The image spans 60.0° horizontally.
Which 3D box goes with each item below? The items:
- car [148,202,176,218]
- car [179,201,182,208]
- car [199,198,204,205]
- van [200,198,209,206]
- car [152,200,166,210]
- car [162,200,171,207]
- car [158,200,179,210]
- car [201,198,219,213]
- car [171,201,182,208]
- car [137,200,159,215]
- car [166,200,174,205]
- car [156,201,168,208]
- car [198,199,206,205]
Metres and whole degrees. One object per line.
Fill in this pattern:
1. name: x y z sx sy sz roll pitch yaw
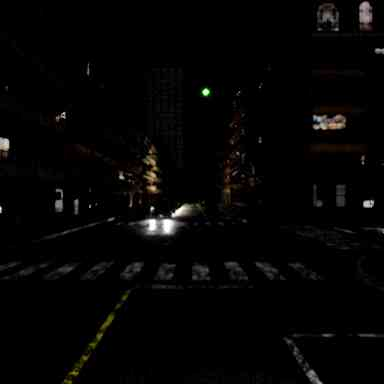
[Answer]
1. car: -3.078 2.022 34.925 1.895 1.301 4.718 0 -1 0
2. car: -3.046 2.256 53.597 1.895 1.301 4.718 0 -1 0
3. car: 2.723 2.325 62.958 2.008 1.369 4.403 -1 -1 0
4. van: 2.728 2.257 74.015 1.690 1.788 3.998 -1 -1 0
5. car: -5.663 2.143 57.443 1.967 1.590 4.097 0 -1 0
6. car: -5.651 2.438 73.854 1.752 1.417 4.829 -1 -1 0
7. car: -3.069 2.042 44.261 1.837 1.490 4.892 0 -1 0
8. car: 2.711 2.005 46.377 1.967 1.590 4.097 -1 -1 0
9. car: -2.968 2.386 63.835 1.895 1.301 4.718 0 -1 0
10. car: -5.671 2.045 40.859 2.008 1.369 4.403 0 -1 0
11. car: -5.643 2.640 85.079 1.802 1.307 4.206 -1 -1 0
12. car: -5.658 2.355 62.969 1.802 1.307 4.206 -1 -1 0
13. car: 2.740 2.676 90.596 1.887 1.381 4.507 -1 -1 0
